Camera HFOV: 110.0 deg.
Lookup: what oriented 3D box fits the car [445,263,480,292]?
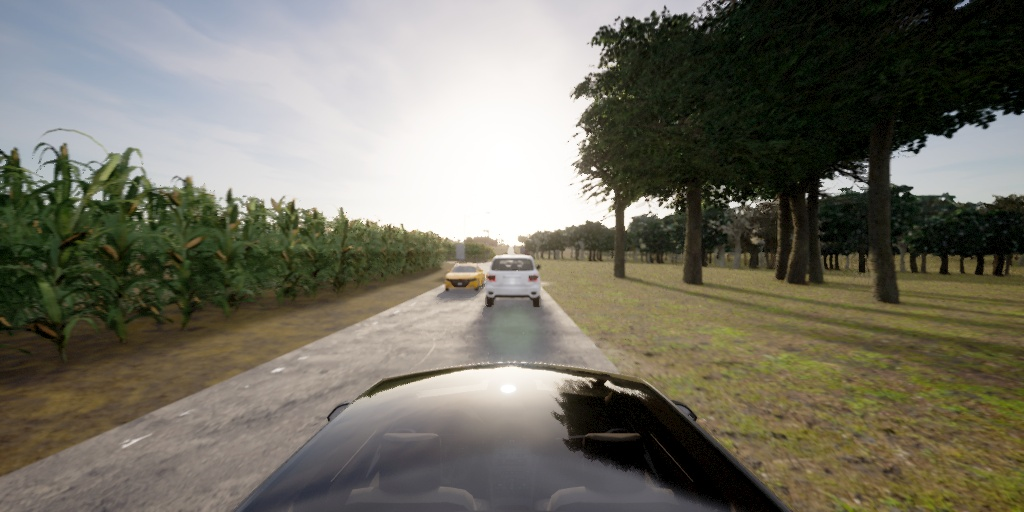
[{"bbox_3d":[-2.751,1.194,21.430,1.882,1.535,5.008,0,0,0],"label":"car"}]

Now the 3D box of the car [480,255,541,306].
[{"bbox_3d":[0.102,0.975,15.963,2.150,2.045,5.566,0,0,2],"label":"car"}]
